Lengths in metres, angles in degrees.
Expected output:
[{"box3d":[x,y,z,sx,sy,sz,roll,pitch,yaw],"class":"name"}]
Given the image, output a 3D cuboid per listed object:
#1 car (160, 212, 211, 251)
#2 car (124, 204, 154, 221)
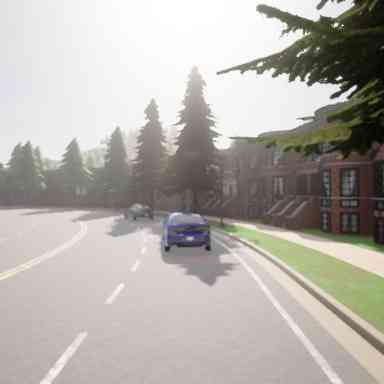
[{"box3d":[-0.381,1.620,15.017,1.882,1.535,5.008,0,0,-7],"class":"car"},{"box3d":[-4.969,1.816,30.919,1.812,1.442,4.674,0,0,-26],"class":"car"}]
